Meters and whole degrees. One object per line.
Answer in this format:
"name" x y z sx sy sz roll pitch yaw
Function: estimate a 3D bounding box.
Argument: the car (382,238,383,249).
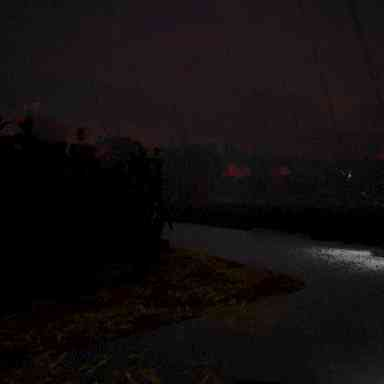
"car" 9.490 1.672 11.964 4.892 1.490 1.837 1 4 -5
